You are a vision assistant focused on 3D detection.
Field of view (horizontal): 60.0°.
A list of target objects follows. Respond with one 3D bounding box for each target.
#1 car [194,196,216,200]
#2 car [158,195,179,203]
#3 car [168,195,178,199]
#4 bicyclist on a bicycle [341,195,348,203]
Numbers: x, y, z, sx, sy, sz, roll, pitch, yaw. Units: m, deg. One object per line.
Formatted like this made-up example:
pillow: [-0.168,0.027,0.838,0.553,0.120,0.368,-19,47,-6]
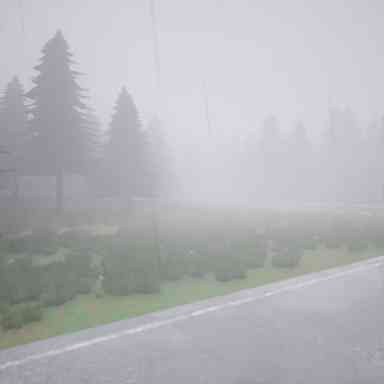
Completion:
car: [2.070,1.366,55.585,2.128,1.511,4.902,-1,0,-35]
car: [-4.675,1.383,64.967,1.837,1.490,4.892,-1,0,-36]
car: [-3.224,1.453,56.886,2.033,1.411,5.357,-1,0,-35]
bicyclist on a bicycle: [17.994,1.144,39.131,1.656,1.620,0.582,-12,7,-35]
